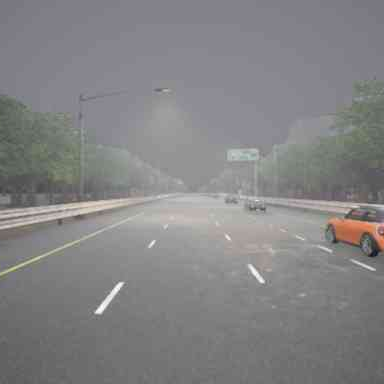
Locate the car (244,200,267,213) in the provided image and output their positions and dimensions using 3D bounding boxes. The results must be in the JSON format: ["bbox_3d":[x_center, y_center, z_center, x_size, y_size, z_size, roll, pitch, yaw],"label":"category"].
[{"bbox_3d":[7.093,1.600,37.815,1.895,1.301,4.718,0,0,0],"label":"car"}]

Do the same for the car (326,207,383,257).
[{"bbox_3d":[7.016,1.353,13.000,2.097,1.767,4.553,0,0,0],"label":"car"}]

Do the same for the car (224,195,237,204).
[{"bbox_3d":[7.241,1.330,63.003,2.097,1.767,4.553,0,0,0],"label":"car"}]
